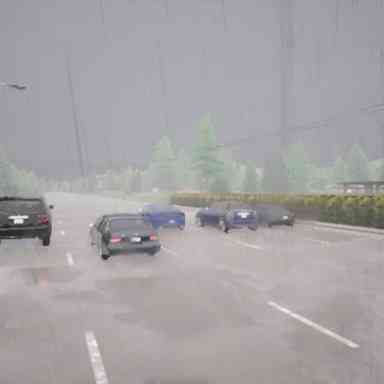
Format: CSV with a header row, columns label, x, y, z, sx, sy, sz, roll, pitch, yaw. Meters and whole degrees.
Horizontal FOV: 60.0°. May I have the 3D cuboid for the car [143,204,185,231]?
label,x,y,z,sx,sy,sz,roll,pitch,yaw
car,-2.014,1.427,19.913,1.882,1.535,5.008,0,0,-23

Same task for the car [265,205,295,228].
label,x,y,z,sx,sy,sz,roll,pitch,yaw
car,4.799,1.508,21.771,1.994,1.385,4.181,0,0,-23

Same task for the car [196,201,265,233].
label,x,y,z,sx,sy,sz,roll,pitch,yaw
car,1.922,1.302,19.585,2.097,1.767,4.553,0,0,-23

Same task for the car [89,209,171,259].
label,x,y,z,sx,sy,sz,roll,pitch,yaw
car,-2.718,1.516,12.572,2.033,1.411,5.357,0,0,-23

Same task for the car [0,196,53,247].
label,x,y,z,sx,sy,sz,roll,pitch,yaw
car,-7.495,1.184,14.895,2.150,2.045,5.566,0,0,-23
